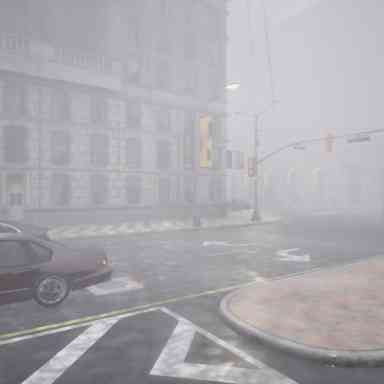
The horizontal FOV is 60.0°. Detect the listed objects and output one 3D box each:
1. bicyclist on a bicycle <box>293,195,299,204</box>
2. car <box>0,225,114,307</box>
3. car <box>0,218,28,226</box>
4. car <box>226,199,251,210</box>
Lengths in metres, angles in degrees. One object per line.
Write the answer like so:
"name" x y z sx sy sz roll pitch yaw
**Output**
"bicyclist on a bicycle" 17.887 1.300 57.105 1.656 1.620 0.582 0 0 -35
"car" -4.315 1.547 6.460 5.357 1.411 2.033 0 0 -34
"car" -6.505 1.492 9.243 4.902 1.511 2.128 0 0 -37
"car" 5.710 1.564 43.137 1.994 1.385 4.181 0 0 -35
